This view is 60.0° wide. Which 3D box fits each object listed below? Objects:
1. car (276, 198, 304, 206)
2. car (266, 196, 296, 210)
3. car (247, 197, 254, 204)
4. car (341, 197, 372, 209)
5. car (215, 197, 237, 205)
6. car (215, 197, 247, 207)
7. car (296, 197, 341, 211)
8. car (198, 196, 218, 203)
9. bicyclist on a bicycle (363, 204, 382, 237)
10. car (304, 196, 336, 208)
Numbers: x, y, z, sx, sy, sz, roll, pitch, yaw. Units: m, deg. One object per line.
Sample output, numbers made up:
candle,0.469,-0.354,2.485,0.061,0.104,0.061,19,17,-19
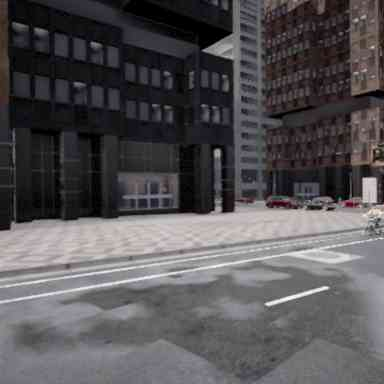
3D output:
car,16.184,1.610,54.845,1.802,1.307,4.206,-1,1,-36
car,12.398,1.451,45.475,2.192,1.841,5.009,-1,1,-36
car,9.873,1.611,63.671,1.887,1.381,4.507,-1,1,-36
car,22.491,1.431,46.018,1.967,1.590,4.097,-1,1,-36
car,6.485,1.678,63.665,1.994,1.385,4.181,-1,0,-36
car,6.189,1.698,54.167,1.752,1.417,4.829,-1,1,-36
car,15.557,1.683,41.063,1.947,1.339,4.313,-1,1,-36
car,3.464,1.634,72.636,1.752,1.417,4.829,-1,1,-36
bicyclist on a bicycle,9.221,1.431,16.905,1.509,1.612,0.866,0,0,-36
car,19.336,1.449,50.431,1.967,1.590,4.097,-1,1,-36
